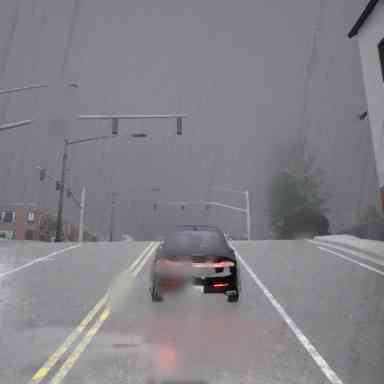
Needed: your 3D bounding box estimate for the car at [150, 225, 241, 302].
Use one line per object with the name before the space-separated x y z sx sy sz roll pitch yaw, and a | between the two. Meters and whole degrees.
car | 0.078 1.595 8.501 2.128 1.511 4.902 0 -1 0
